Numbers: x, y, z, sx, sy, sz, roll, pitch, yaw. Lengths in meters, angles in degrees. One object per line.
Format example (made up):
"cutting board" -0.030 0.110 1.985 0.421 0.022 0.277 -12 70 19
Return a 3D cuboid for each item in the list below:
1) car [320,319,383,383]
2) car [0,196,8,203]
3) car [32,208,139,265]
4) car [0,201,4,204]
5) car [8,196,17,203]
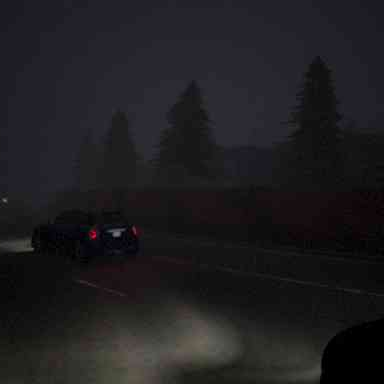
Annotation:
"car" 3.315 1.487 1.750 5.008 1.535 1.882 0 0 35
"car" -40.148 1.668 67.632 1.882 1.535 5.008 0 0 -6
"car" -4.012 1.390 12.190 4.553 1.767 2.097 0 0 42
"car" -16.627 1.622 26.620 2.033 1.411 5.357 0 0 -35
"car" -40.538 1.687 73.369 1.882 1.535 5.008 0 0 -2
